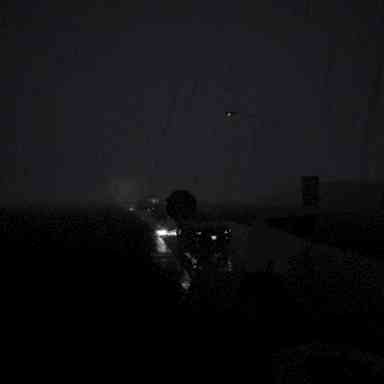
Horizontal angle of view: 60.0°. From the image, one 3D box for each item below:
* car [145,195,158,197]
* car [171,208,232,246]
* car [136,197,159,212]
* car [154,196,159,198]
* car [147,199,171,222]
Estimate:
[{"bbox_3d":[-6.731,1.435,54.458,2.150,2.045,5.566,-1,0,-17],"label":"car"},{"bbox_3d":[0.408,1.570,15.726,1.837,1.490,4.892,0,0,-11],"label":"car"},{"bbox_3d":[-5.862,1.728,41.758,2.033,1.411,5.357,-1,0,-16],"label":"car"},{"bbox_3d":[-3.675,1.657,44.519,2.128,1.511,4.902,-1,0,-16],"label":"car"},{"bbox_3d":[-2.230,1.609,27.751,2.128,1.511,4.902,0,0,-14],"label":"car"}]
